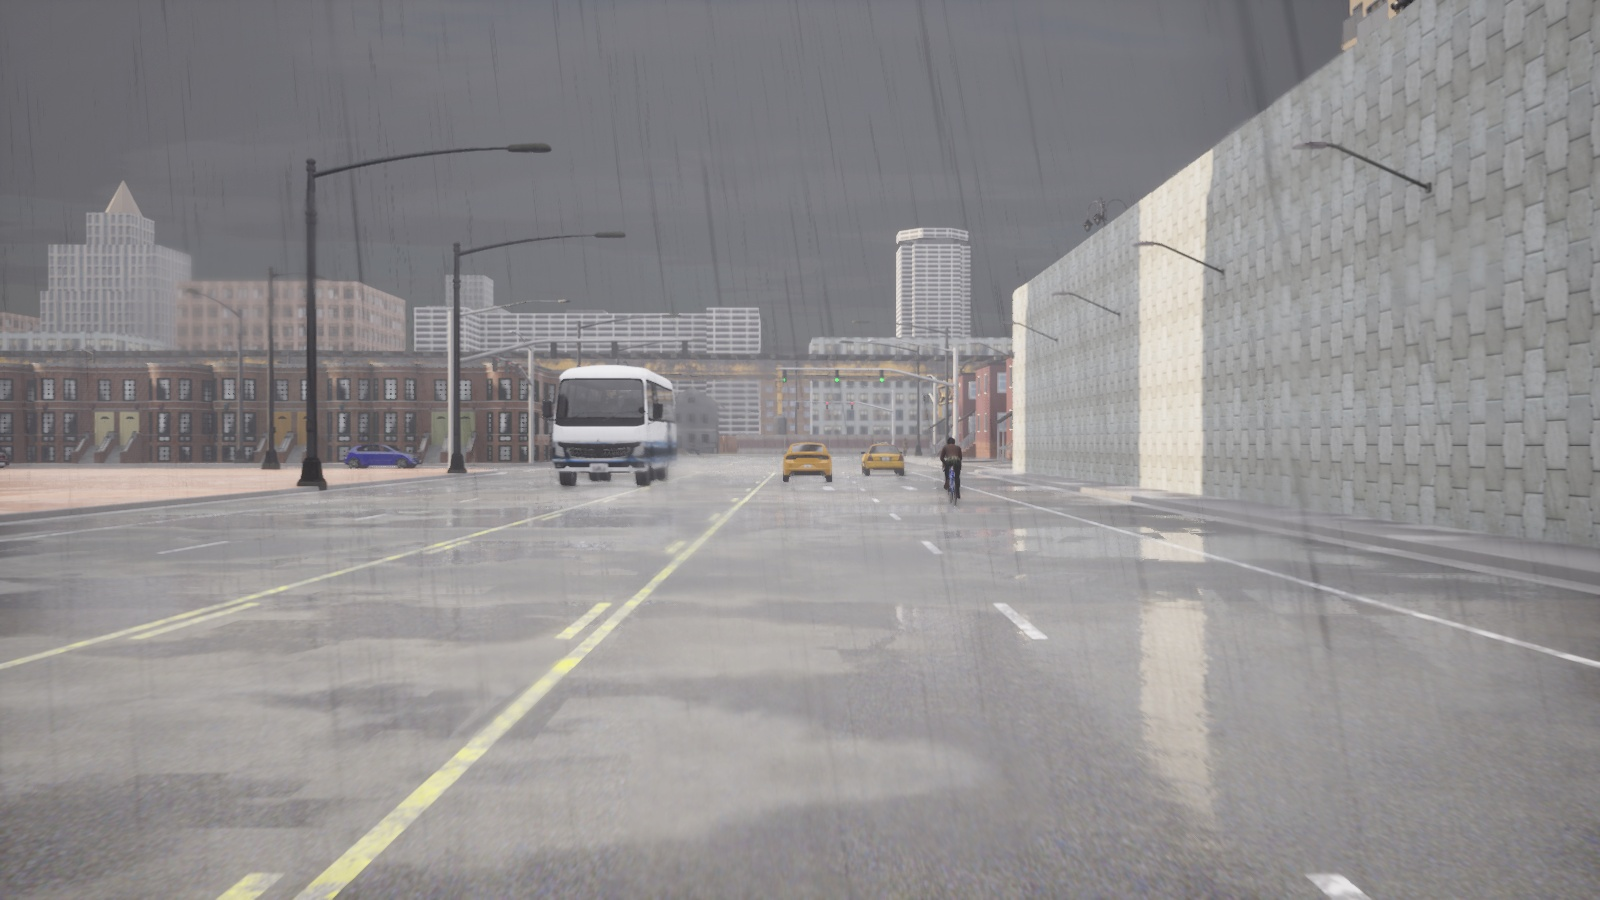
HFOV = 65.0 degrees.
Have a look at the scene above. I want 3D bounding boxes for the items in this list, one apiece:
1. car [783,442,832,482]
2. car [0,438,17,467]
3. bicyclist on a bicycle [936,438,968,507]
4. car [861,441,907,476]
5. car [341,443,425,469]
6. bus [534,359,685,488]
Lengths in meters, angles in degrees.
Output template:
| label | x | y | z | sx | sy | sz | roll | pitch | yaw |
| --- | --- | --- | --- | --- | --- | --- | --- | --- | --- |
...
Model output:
| label | x | y | z | sx | sy | sz | roll | pitch | yaw |
| --- | --- | --- | --- | --- | --- | --- | --- | --- | --- |
| car | 0.298 | 0.443 | 49.920 | 1.882 | 1.535 | 5.008 | 0 | 0 | 0 |
| car | -47.951 | 0.146 | 72.091 | 4.611 | 1.667 | 2.242 | 0 | 0 | 0 |
| bicyclist on a bicycle | 3.688 | 0.531 | 30.475 | 0.582 | 1.620 | 1.656 | 0 | 0 | 0 |
| car | 3.847 | 0.358 | 58.465 | 1.801 | 1.575 | 5.366 | 0 | 0 | 0 |
| car | -23.907 | 0.335 | 72.034 | 4.193 | 1.474 | 1.816 | 0 | 0 | 0 |
| bus | -6.721 | -0.896 | 46.340 | 3.944 | 4.253 | 10.273 | 0 | 0 | 0 |
